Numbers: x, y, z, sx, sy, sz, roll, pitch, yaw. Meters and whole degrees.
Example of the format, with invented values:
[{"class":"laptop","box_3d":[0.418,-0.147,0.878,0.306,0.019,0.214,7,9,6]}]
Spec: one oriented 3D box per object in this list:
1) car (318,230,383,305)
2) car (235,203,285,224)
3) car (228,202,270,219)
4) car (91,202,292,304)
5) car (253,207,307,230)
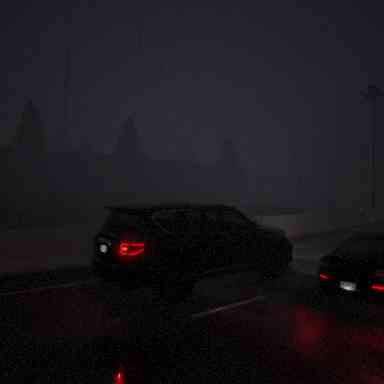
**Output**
[{"class":"car","box_3d":[4.695,1.634,7.780,4.674,1.442,1.812,1,-1,-41]},{"class":"car","box_3d":[5.971,1.771,28.744,1.882,1.535,5.008,0,-1,43]},{"class":"car","box_3d":[5.856,1.839,33.720,1.837,1.490,4.892,0,-1,43]},{"class":"car","box_3d":[0.250,1.295,8.604,5.566,2.045,2.150,1,0,-38]},{"class":"car","box_3d":[6.478,1.825,24.204,1.994,1.385,4.181,0,-1,44]}]
